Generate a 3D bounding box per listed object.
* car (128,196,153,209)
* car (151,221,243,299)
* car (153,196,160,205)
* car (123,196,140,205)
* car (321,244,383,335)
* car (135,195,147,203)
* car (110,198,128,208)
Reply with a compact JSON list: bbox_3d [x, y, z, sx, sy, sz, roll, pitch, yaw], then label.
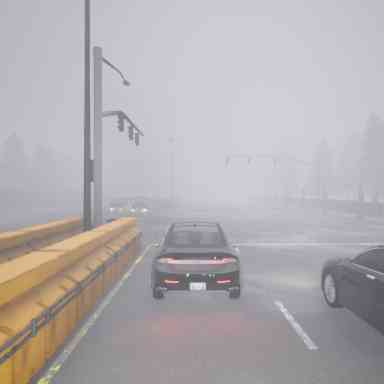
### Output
[{"bbox_3d":[-7.149,1.351,46.548,2.097,1.767,4.553,0,0,0],"label":"car"},{"bbox_3d":[0.075,1.491,8.440,2.128,1.511,4.902,0,0,-1],"label":"car"},{"bbox_3d":[-7.147,1.546,57.006,2.033,1.411,5.357,0,0,0],"label":"car"},{"bbox_3d":[-10.641,1.490,59.022,2.128,1.511,4.902,0,0,0],"label":"car"},{"bbox_3d":[3.596,1.505,5.027,1.837,1.490,4.892,0,0,0],"label":"car"},{"bbox_3d":[-10.575,1.476,69.111,1.882,1.535,5.008,0,0,0],"label":"car"},{"bbox_3d":[-10.651,1.546,49.236,2.033,1.411,5.357,0,0,0],"label":"car"}]
